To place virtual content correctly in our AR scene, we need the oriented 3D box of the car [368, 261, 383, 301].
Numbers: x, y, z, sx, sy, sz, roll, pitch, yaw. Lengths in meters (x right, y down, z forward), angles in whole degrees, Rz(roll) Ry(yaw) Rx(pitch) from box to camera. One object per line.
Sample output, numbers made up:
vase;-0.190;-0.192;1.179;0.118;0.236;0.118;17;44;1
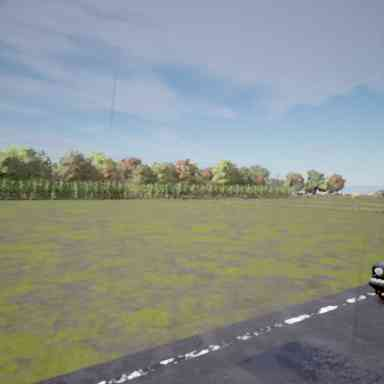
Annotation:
car;5.866;1.679;7.258;4.718;1.301;1.895;1;0;-35
